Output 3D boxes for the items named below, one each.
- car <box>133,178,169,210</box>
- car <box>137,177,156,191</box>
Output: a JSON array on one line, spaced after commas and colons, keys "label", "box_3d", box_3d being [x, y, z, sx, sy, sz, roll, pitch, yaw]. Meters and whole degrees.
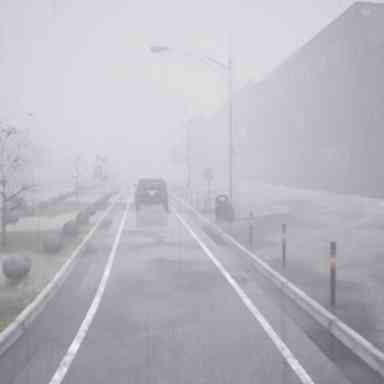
[{"label": "car", "box_3d": [-2.835, 0.029, 22.972, 2.150, 2.045, 5.566, -1, 4, -9]}, {"label": "car", "box_3d": [-5.741, -1.020, 41.645, 2.128, 1.511, 4.902, -1, 4, -9]}]
